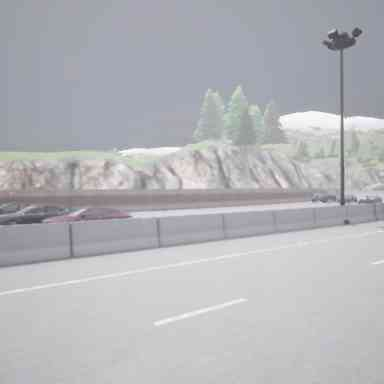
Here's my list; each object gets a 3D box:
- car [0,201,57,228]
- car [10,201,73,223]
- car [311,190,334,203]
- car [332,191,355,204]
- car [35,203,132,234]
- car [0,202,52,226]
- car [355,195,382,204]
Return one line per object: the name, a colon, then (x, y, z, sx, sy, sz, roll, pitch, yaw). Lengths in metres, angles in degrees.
car: (-11.620, 1.443, 21.499, 5.008, 1.535, 1.882, -1, 0, -36)
car: (-11.635, 1.501, 25.792, 4.181, 1.385, 1.994, -1, 0, -36)
car: (20.655, 0.681, 51.988, 2.150, 2.045, 5.566, 0, 1, 44)
car: (23.257, 0.943, 49.665, 2.128, 1.511, 4.902, 0, 1, 44)
car: (-5.360, 1.460, 17.368, 4.674, 1.442, 1.812, -1, 1, -36)
car: (-8.816, 1.459, 19.202, 4.892, 1.490, 1.837, -1, 1, -36)
car: (24.795, 1.062, 46.211, 1.895, 1.301, 4.718, 0, 1, 44)
